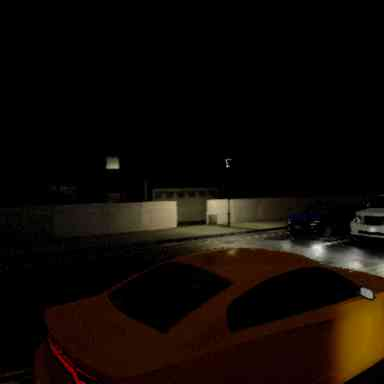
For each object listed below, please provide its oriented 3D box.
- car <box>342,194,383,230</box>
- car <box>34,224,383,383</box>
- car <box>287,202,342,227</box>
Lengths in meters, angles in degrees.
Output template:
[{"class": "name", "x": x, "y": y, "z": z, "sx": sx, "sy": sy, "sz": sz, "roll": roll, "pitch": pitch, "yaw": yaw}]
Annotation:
[{"class": "car", "x": 9.048, "y": 1.030, "z": 14.126, "sx": 5.566, "sy": 2.045, "sz": 2.150, "roll": -1, "pitch": 1, "yaw": -35}, {"class": "car", "x": 0.852, "y": 1.441, "z": 4.045, "sx": 5.008, "sy": 1.535, "sz": 1.882, "roll": -1, "pitch": 0, "yaw": -35}, {"class": "car", "x": 6.824, "y": 1.291, "z": 16.532, "sx": 5.008, "sy": 1.535, "sz": 1.882, "roll": -1, "pitch": 1, "yaw": -35}]
